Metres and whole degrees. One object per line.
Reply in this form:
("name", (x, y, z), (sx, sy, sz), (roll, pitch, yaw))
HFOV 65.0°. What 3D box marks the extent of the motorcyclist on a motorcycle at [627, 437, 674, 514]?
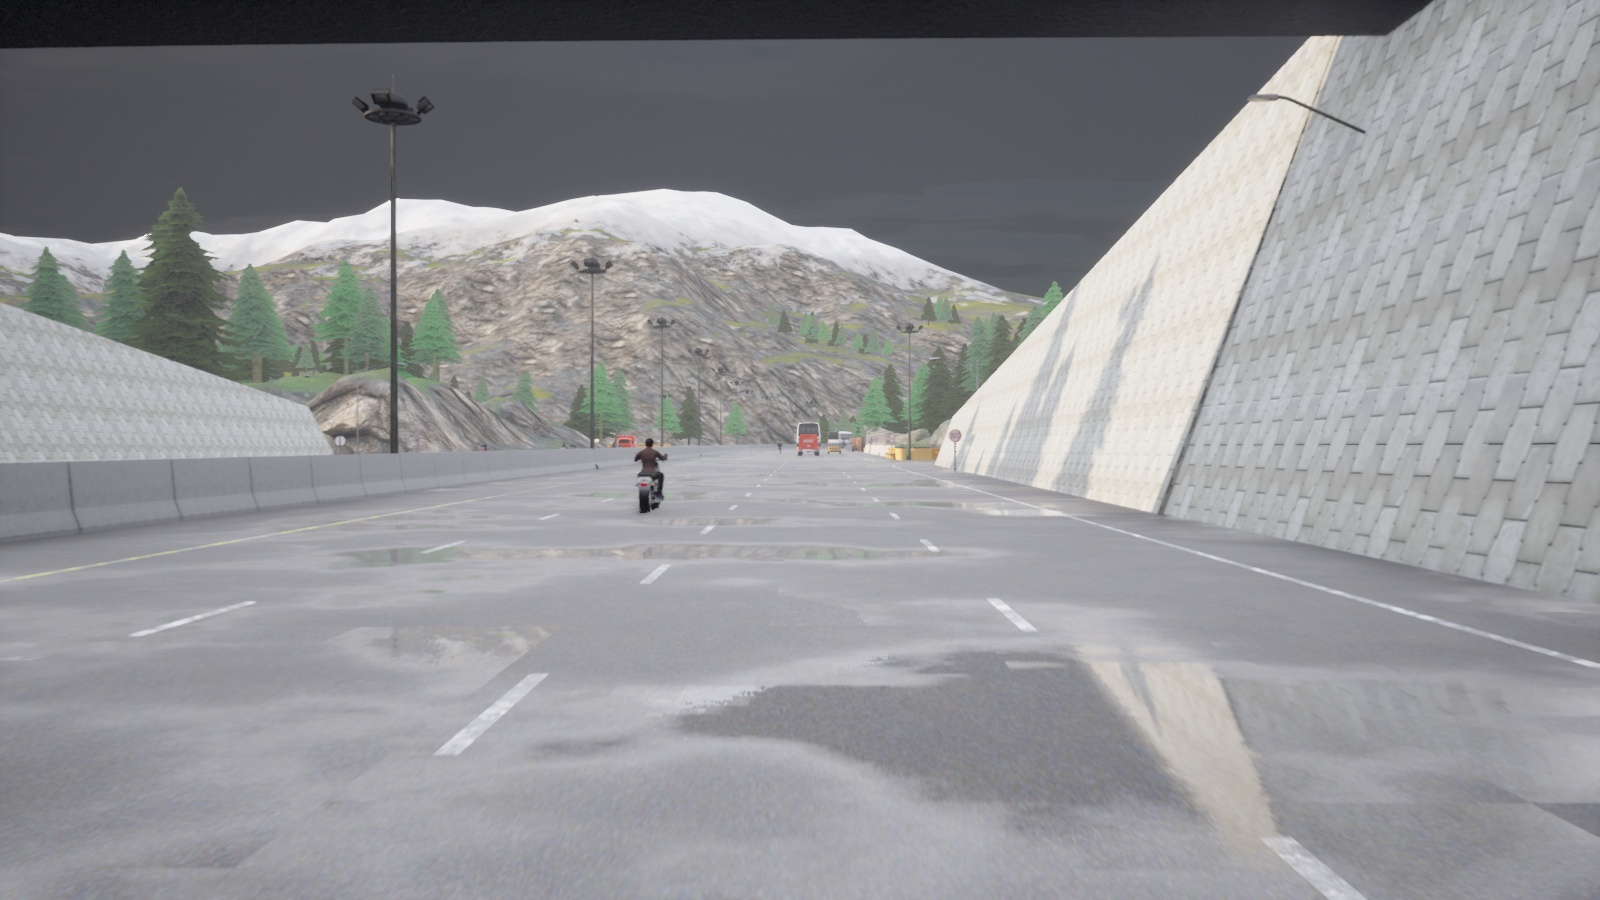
("motorcyclist on a motorcycle", (-3.301, 0.537, 27.925), (0.766, 1.649, 2.350), (0, 0, 0))
